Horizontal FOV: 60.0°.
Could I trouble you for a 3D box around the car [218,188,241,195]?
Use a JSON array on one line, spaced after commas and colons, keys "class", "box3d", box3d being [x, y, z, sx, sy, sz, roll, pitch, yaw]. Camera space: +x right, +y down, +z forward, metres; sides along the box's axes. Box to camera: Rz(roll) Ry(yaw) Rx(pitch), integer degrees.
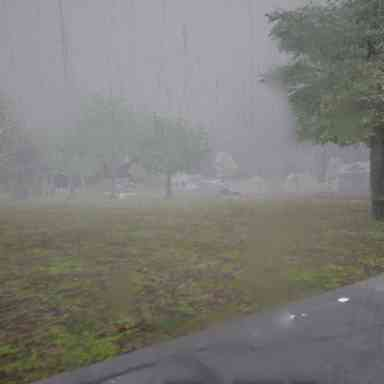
[{"class": "car", "box3d": [7.820, -0.059, 70.044, 2.033, 1.411, 5.357, 1, 0, -36]}]
